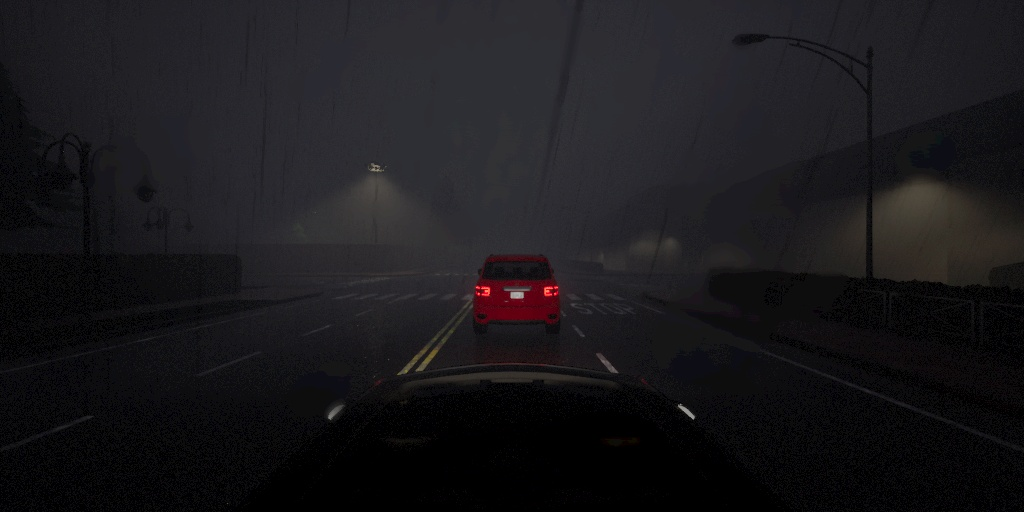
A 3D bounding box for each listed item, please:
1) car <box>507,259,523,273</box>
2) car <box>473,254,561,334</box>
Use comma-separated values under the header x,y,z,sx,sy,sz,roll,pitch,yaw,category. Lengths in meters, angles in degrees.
x,y,z,sx,sy,sz,roll,pitch,yaw,category
0.350,1.235,45.580,1.882,1.535,5.008,0,0,1,car
0.120,0.973,10.727,2.150,2.045,5.566,0,0,0,car
